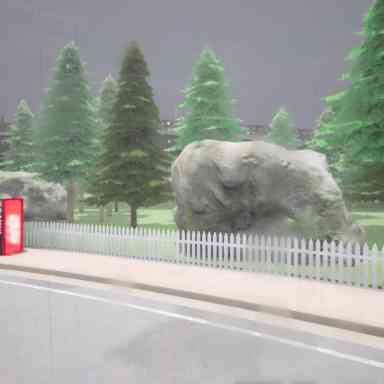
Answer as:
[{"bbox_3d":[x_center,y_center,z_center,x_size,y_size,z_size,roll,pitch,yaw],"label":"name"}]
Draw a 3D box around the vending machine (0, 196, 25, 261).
[{"bbox_3d":[-6.510,1.195,11.400,0.880,2.100,1.100,0,0,21],"label":"vending machine"}]
